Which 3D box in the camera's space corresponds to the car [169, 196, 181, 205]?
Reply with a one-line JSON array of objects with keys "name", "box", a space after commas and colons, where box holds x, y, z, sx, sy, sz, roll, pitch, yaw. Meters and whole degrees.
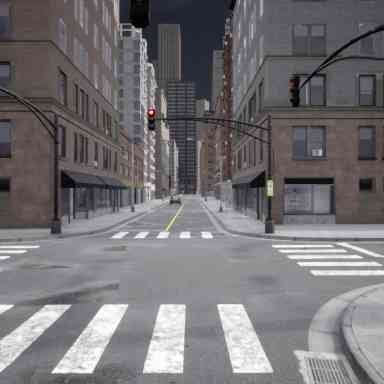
[{"name": "car", "box": [-2.979, 1.458, 59.658, 1.882, 1.535, 5.008, 0, 0, 0]}]
